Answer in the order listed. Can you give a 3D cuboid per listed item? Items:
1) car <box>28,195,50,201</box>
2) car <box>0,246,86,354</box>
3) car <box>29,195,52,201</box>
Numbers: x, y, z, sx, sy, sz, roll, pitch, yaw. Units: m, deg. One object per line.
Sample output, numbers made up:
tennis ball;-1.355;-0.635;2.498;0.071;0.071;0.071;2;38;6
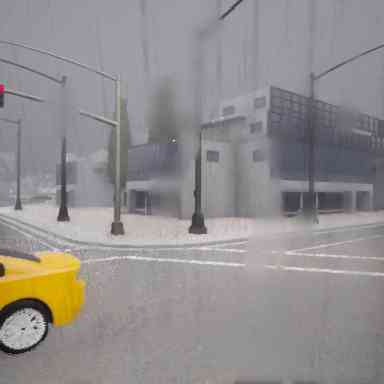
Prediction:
car;-40.008;1.431;86.835;4.902;1.511;2.128;0;0;8
car;-4.022;1.470;4.455;5.008;1.535;1.882;0;0;-38
car;-37.584;1.438;82.962;4.902;1.511;2.128;0;0;6
